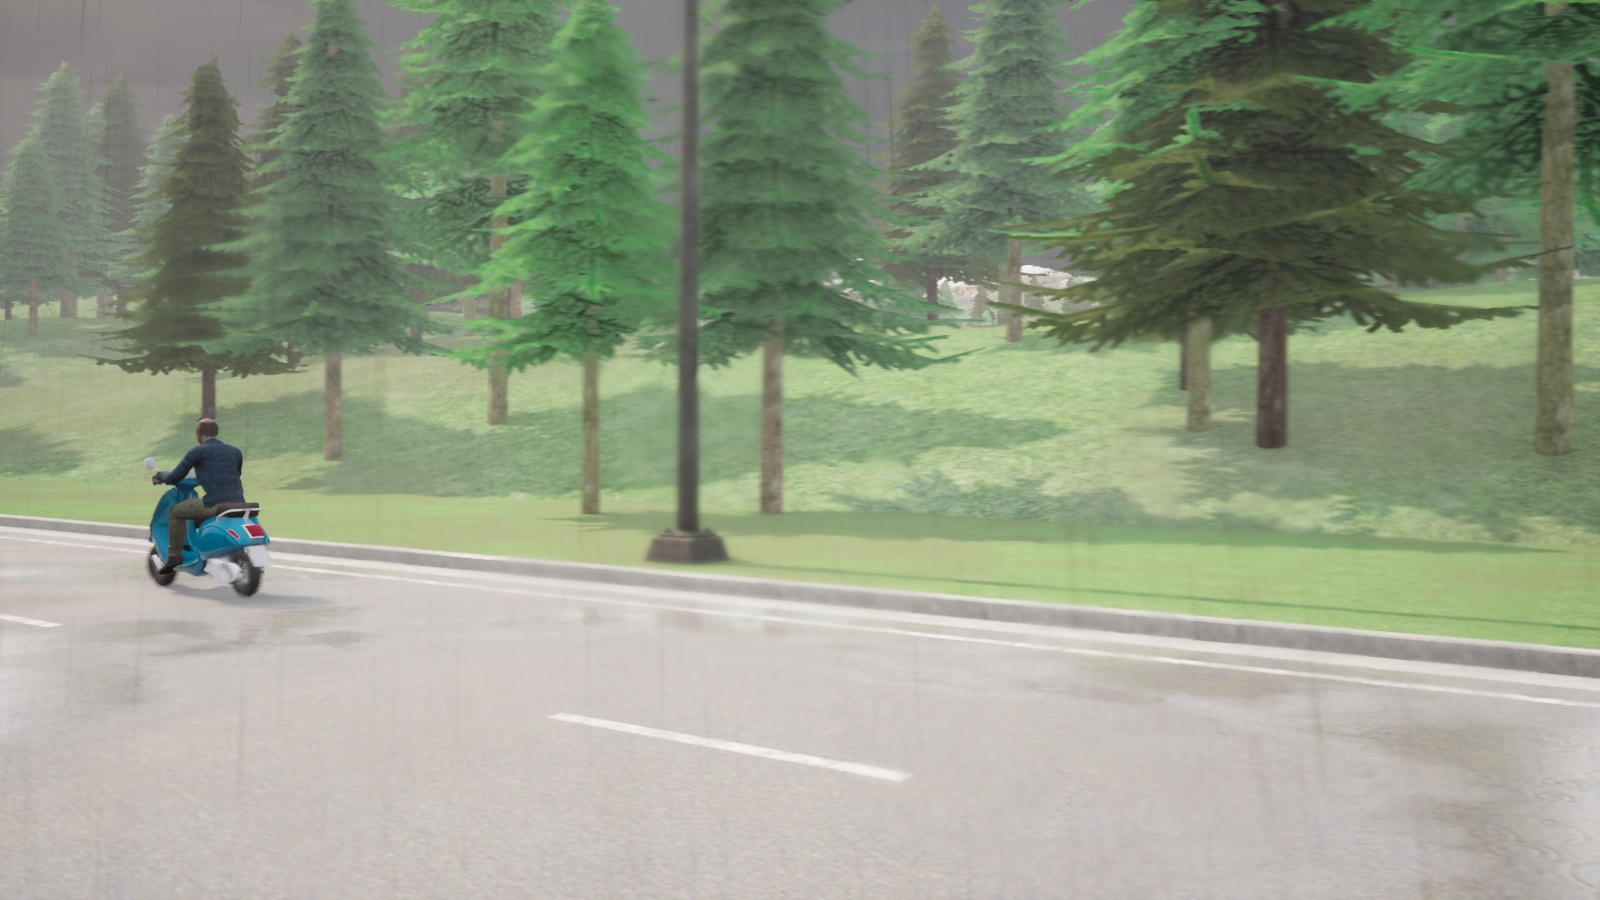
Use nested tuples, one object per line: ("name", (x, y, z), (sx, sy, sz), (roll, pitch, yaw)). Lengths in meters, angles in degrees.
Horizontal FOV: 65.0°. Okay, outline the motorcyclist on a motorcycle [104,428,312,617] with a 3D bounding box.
("motorcyclist on a motorcycle", (-5.387, 0.606, 11.405), (1.817, 1.590, 0.866), (0, 1, 34))
